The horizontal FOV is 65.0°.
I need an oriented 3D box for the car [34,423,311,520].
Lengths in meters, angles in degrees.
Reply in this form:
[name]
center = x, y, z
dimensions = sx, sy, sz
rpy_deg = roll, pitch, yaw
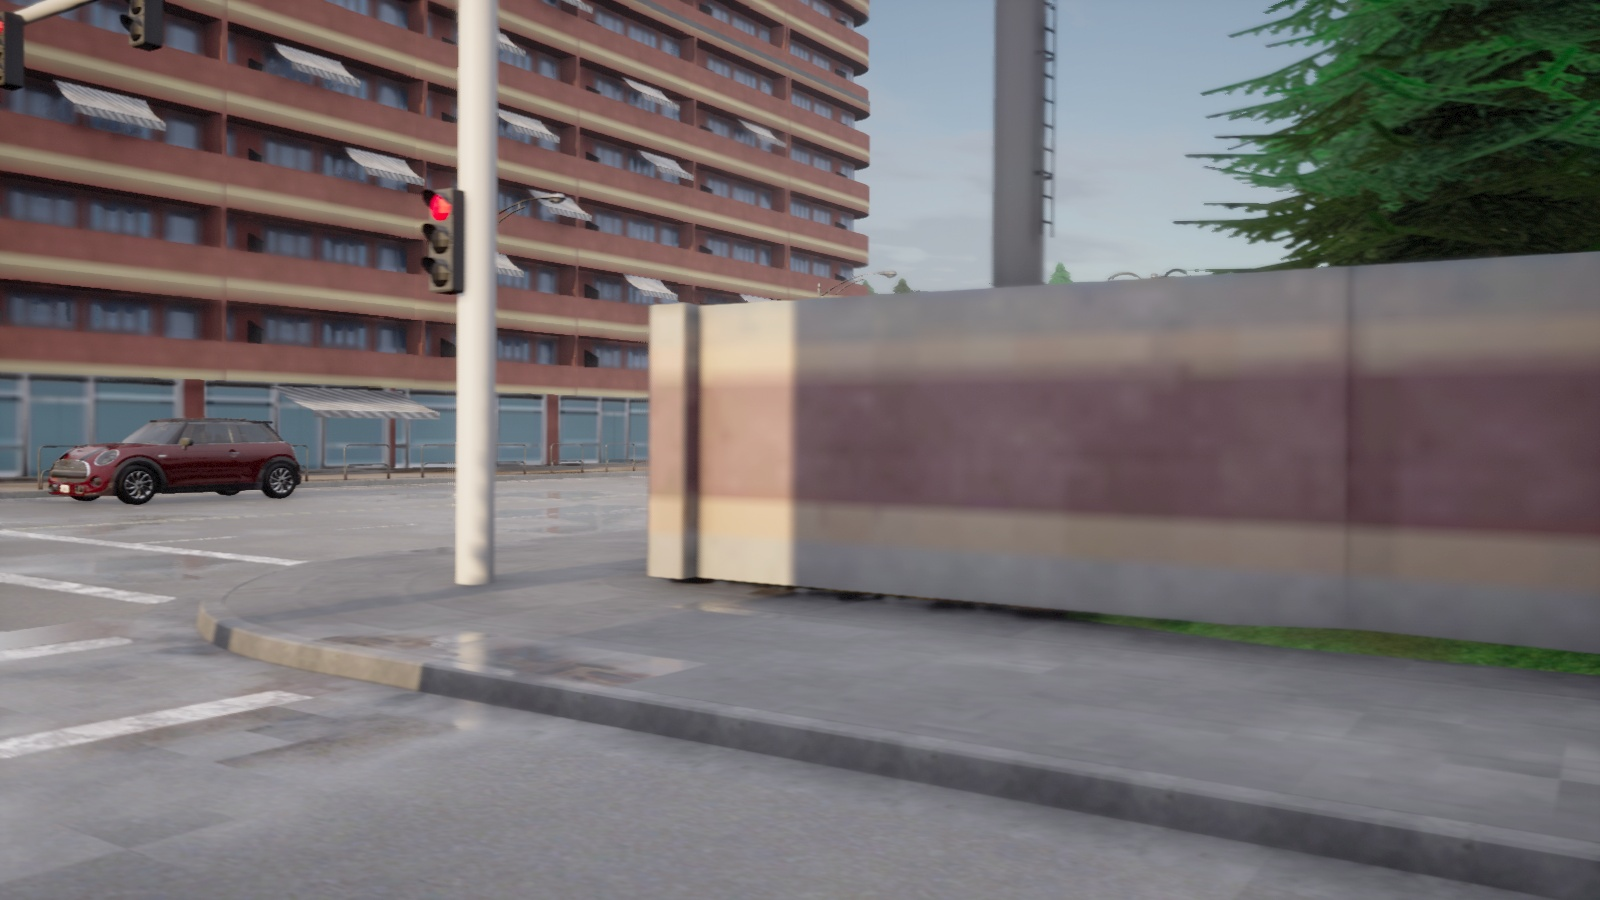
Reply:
[car]
center = -12.524, 0.357, 25.354
dimensions = 2.097, 1.767, 4.553
rpy_deg = 0, 1, 33
